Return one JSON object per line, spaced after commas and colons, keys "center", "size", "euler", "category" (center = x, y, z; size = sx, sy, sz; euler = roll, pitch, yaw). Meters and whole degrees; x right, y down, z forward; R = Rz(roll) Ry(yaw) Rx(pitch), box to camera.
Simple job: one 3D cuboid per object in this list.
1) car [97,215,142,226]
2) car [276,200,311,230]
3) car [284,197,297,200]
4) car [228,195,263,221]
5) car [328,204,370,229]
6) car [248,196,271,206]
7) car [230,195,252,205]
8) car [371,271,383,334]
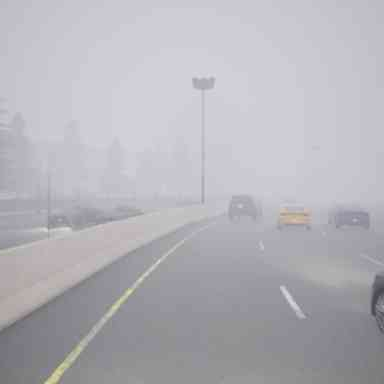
{"center": [-4.502, 1.549, 21.258], "size": [1.994, 1.385, 4.181], "euler": [0, 0, 13], "category": "car"}
{"center": [6.587, 1.513, 21.791], "size": [1.882, 1.535, 5.008], "euler": [0, 0, 14], "category": "car"}
{"center": [15.116, 1.593, 50.685], "size": [1.837, 1.490, 4.892], "euler": [0, -1, 32], "category": "car"}
{"center": [4.577, 1.235, 28.029], "size": [2.150, 2.045, 5.566], "euler": [0, 0, 19], "category": "car"}
{"center": [10.263, 1.530, 22.036], "size": [1.882, 1.535, 5.008], "euler": [0, 0, 15], "category": "car"}
{"center": [11.851, 1.560, 58.226], "size": [2.128, 1.511, 4.902], "euler": [0, 0, 36], "category": "car"}
{"center": [8.937, 1.409, 60.158], "size": [2.097, 1.767, 4.553], "euler": [0, 0, 35], "category": "car"}
{"center": [3.822, 1.510, 3.620], "size": [2.128, 1.511, 4.902], "euler": [0, 0, 3], "category": "car"}
